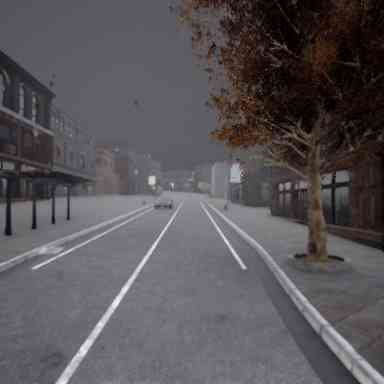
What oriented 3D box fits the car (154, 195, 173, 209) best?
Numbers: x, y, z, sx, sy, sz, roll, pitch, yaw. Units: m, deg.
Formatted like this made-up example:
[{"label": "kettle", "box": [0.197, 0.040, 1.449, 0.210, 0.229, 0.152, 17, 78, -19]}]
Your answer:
[{"label": "car", "box": [-3.450, 1.209, 41.321, 2.097, 1.767, 4.553, 0, 0, 0]}]
